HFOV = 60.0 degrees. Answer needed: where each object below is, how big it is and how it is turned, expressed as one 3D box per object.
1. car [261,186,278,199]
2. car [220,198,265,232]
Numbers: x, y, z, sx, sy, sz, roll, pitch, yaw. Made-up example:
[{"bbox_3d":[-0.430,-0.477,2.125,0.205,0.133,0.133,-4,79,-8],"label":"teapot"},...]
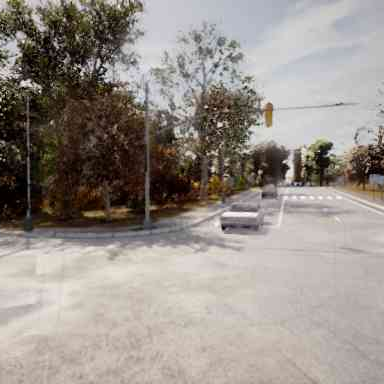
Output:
[{"bbox_3d":[9.860,0.019,42.071,1.882,1.535,5.008,0,3,16],"label":"car"},{"bbox_3d":[2.744,1.230,17.559,1.895,1.301,4.718,0,2,16],"label":"car"}]
